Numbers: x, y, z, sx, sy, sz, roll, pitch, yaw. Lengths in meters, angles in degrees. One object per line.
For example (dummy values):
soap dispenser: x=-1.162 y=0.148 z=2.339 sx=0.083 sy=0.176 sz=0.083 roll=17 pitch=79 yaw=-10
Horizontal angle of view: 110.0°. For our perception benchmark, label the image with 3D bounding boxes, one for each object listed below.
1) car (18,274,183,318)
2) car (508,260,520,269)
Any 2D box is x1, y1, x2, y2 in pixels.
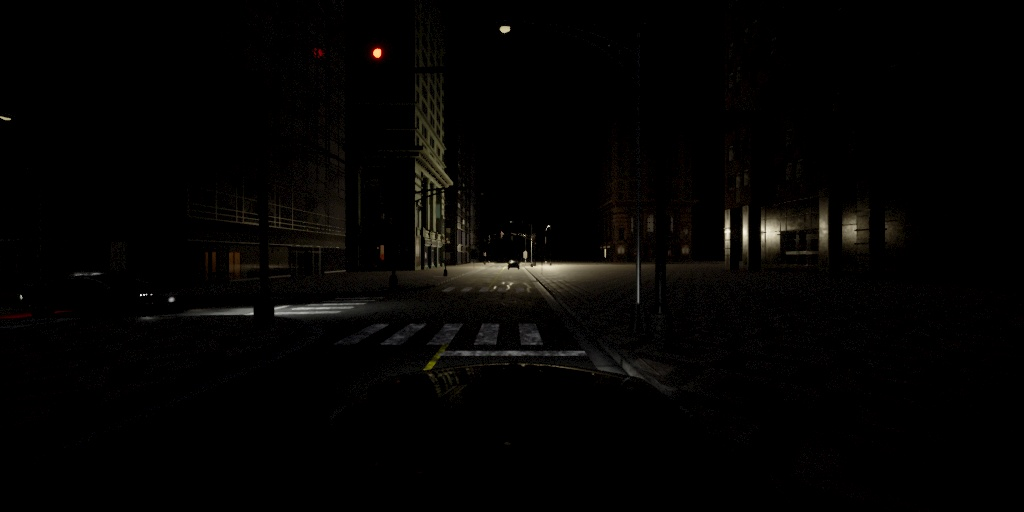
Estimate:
car: x=-15.556 y=1.454 z=13.737 sx=4.902 sy=1.511 sz=2.128 roll=-1 pitch=0 yaw=-1
car: x=0.252 y=1.310 z=55.323 sx=2.033 sy=1.411 sz=5.357 roll=0 pitch=0 yaw=0
